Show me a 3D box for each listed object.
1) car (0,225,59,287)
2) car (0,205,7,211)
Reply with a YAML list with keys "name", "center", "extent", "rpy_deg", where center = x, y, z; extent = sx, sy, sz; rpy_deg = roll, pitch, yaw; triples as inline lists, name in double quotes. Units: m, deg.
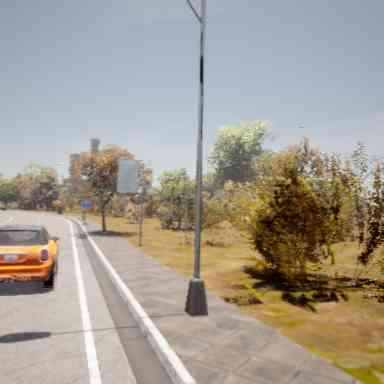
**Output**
- name: "car"
  center: [-5.442, 1.823, 10.643]
  extent: [2.097, 1.767, 4.553]
  rpy_deg: [3, -3, -20]
- name: "car"
  center: [-43.147, 3.483, 73.786]
  extent: [4.718, 1.301, 1.895]
  rpy_deg: [1, -3, 32]
